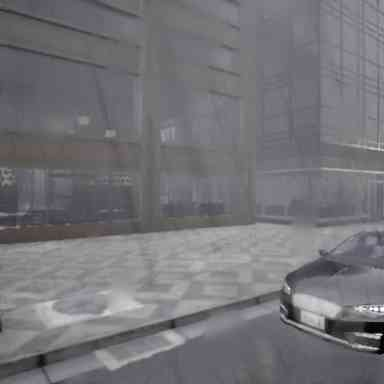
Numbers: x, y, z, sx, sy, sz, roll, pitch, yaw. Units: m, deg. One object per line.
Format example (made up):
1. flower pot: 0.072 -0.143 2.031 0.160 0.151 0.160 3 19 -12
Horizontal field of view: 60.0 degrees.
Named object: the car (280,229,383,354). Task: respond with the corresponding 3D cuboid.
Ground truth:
1. car: 3.636 1.476 5.997 4.902 1.511 2.128 0 0 -36
